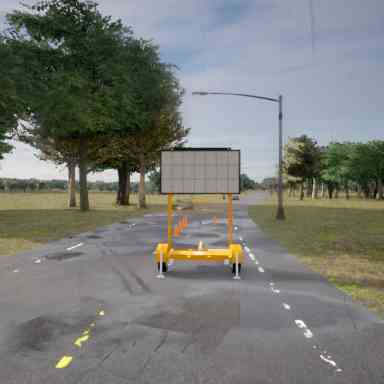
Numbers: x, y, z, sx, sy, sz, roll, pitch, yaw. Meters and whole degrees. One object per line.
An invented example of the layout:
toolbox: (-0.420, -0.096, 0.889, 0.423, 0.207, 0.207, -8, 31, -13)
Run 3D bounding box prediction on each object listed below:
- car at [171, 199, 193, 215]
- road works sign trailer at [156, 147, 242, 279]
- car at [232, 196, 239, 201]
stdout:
car: (-1.005, 1.522, 34.855, 2.128, 1.511, 4.902, 0, 0, 8)
road works sign trailer: (0.248, 0.466, 10.076, 2.380, 3.560, 2.880, 0, 0, 3)
car: (10.852, 1.584, 84.860, 1.994, 1.385, 4.181, 0, 0, 18)
